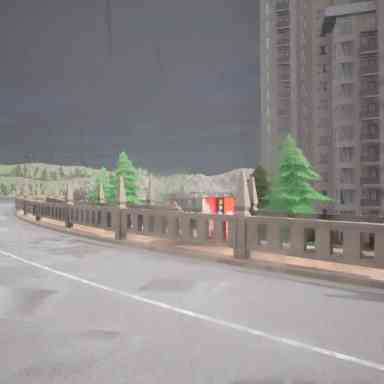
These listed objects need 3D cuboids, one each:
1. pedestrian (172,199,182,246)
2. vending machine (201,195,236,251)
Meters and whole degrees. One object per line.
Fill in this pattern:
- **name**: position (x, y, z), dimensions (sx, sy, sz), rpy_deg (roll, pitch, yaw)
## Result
- **pedestrian**: position (-0.611, 1.132, 12.848), dimensions (0.375, 1.860, 0.375), rpy_deg (-1, -1, 42)
- **vending machine**: position (1.055, 1.186, 13.218), dimensions (0.880, 2.100, 1.100), rpy_deg (-1, 0, 41)
